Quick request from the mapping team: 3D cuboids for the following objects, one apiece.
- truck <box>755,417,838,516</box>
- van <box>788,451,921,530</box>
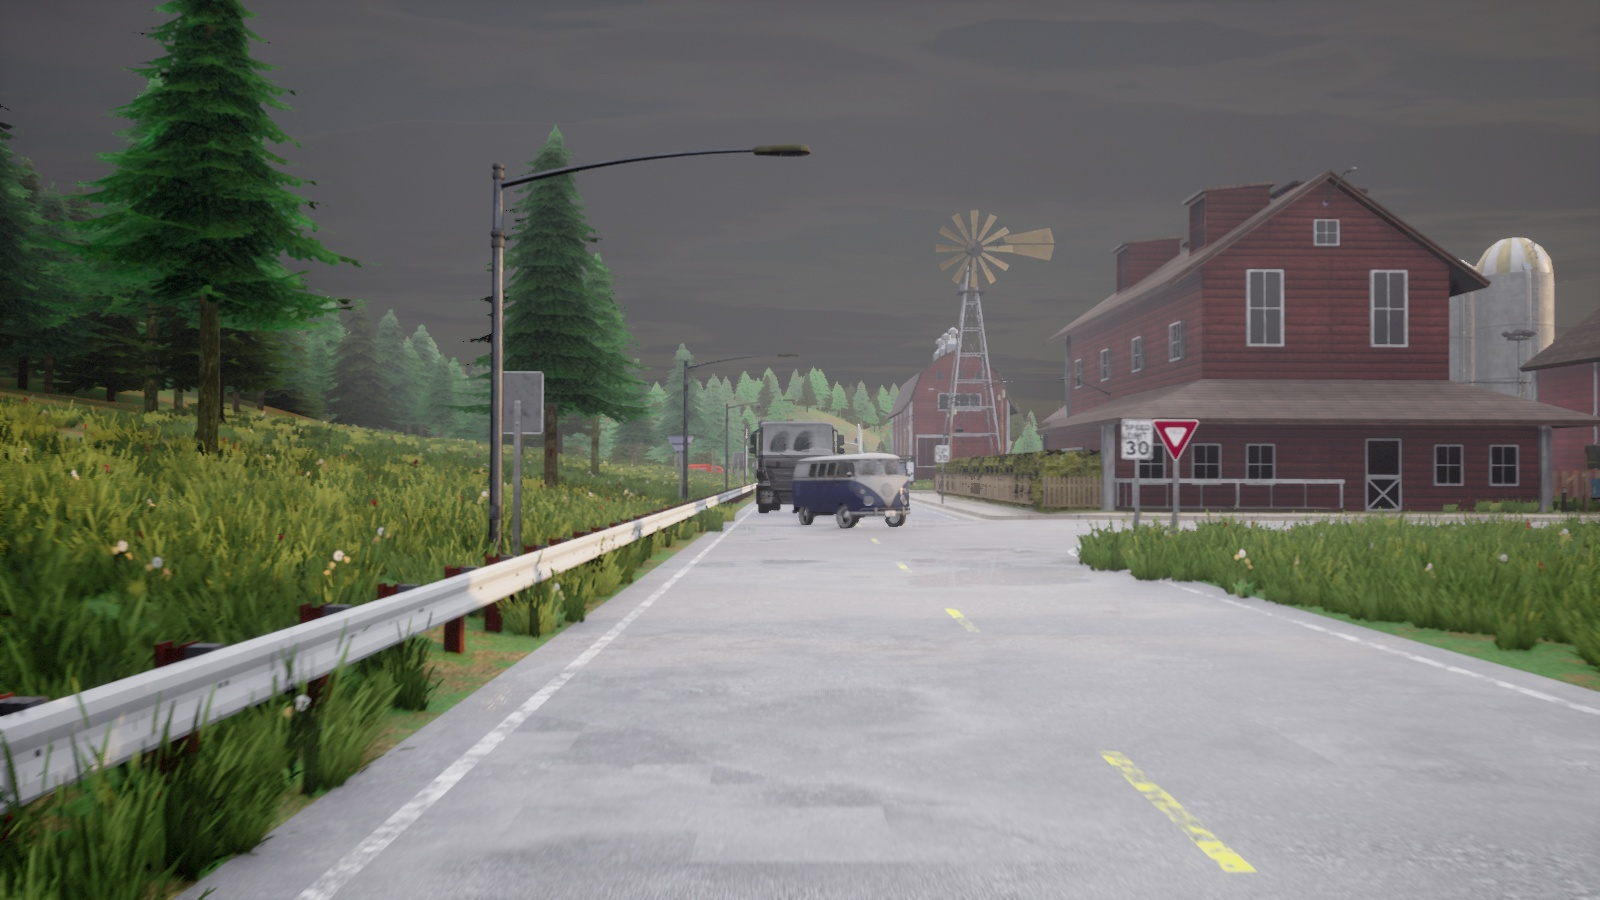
[{"bbox_3d":[-0.121,0.637,48.052,2.891,3.462,7.936,0,-1,0],"label":"truck"},{"bbox_3d":[1.406,1.096,34.381,1.775,1.987,4.442,-1,-1,-25],"label":"van"}]
